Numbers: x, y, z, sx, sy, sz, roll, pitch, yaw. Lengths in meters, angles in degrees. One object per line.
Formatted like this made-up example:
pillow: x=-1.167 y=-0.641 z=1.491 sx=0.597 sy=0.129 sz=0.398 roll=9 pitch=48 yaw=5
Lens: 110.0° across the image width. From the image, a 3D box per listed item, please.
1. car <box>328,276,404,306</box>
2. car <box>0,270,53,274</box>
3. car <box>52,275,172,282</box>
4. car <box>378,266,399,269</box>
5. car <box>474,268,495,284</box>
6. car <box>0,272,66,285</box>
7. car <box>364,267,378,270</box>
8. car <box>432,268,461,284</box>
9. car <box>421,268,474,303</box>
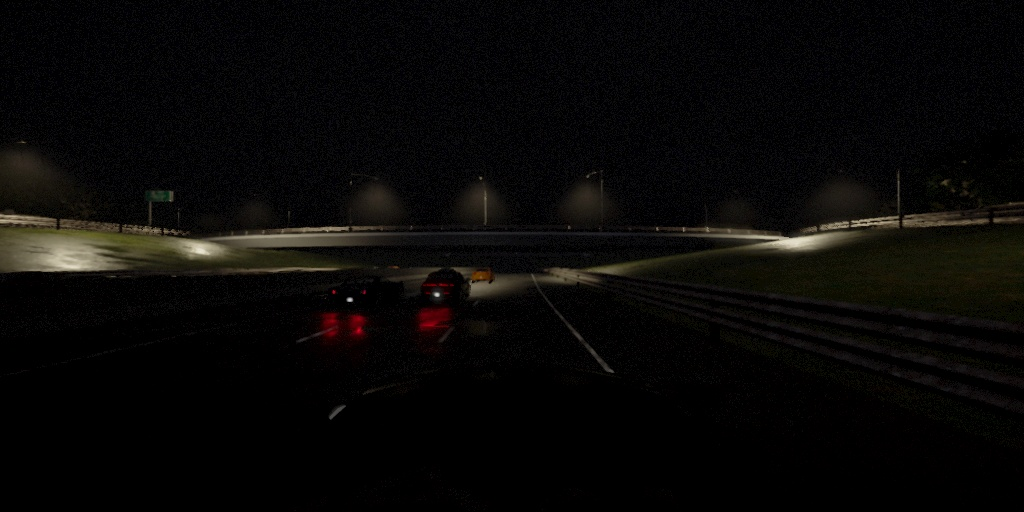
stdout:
car: x=-6.838 y=1.604 z=17.418 sx=1.895 sy=1.301 sz=4.718 roll=0 pitch=-1 yaw=1
car: x=-24.523 y=1.486 z=17.817 sx=1.882 sy=1.535 sz=5.008 roll=0 pitch=-1 yaw=1
car: x=-17.541 y=1.591 z=16.851 sx=1.895 sy=1.301 sz=4.718 roll=0 pitch=-1 yaw=1
car: x=-19.425 y=2.468 z=58.238 sx=1.882 sy=1.535 sz=5.008 roll=0 pitch=-2 yaw=3
car: x=-2.759 y=1.897 z=35.698 sx=1.882 sy=1.535 sz=5.008 roll=0 pitch=-1 yaw=3
car: x=-21.039 y=1.594 z=16.994 sx=1.895 sy=1.301 sz=4.718 roll=0 pitch=-1 yaw=1
car: x=-22.898 y=2.496 z=58.790 sx=2.128 sy=1.511 sz=4.902 roll=0 pitch=-2 yaw=3
car: x=-6.285 y=1.929 z=35.108 sx=1.812 sy=1.442 sz=4.674 roll=0 pitch=-1 yaw=3
car: x=-3.317 y=1.530 z=18.495 sx=1.837 sy=1.490 sz=4.892 roll=0 pitch=-1 yaw=1
